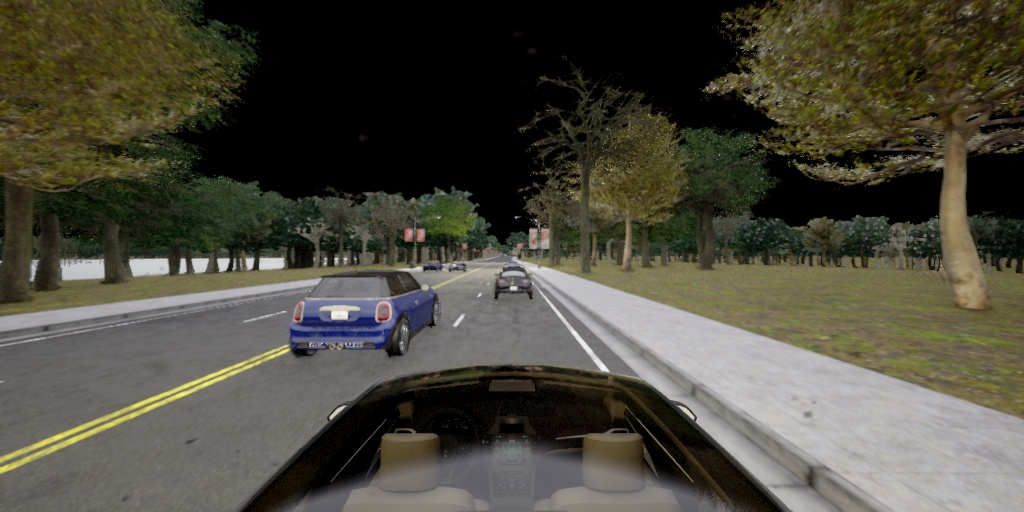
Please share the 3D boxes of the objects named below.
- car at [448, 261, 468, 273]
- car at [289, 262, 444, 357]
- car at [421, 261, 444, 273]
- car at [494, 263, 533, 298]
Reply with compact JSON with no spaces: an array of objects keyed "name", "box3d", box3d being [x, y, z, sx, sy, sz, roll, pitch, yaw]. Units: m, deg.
[{"name":"car","box3d":[-6.699,1.334,44.826,1.994,1.385,4.181,0,0,0]},{"name":"car","box3d":[-3.160,1.103,8.694,2.097,1.767,4.553,0,0,0]},{"name":"car","box3d":[-9.947,1.370,45.310,1.895,1.301,4.718,0,0,0]},{"name":"car","box3d":[0.066,1.277,18.191,1.812,1.442,4.674,0,0,0]}]
